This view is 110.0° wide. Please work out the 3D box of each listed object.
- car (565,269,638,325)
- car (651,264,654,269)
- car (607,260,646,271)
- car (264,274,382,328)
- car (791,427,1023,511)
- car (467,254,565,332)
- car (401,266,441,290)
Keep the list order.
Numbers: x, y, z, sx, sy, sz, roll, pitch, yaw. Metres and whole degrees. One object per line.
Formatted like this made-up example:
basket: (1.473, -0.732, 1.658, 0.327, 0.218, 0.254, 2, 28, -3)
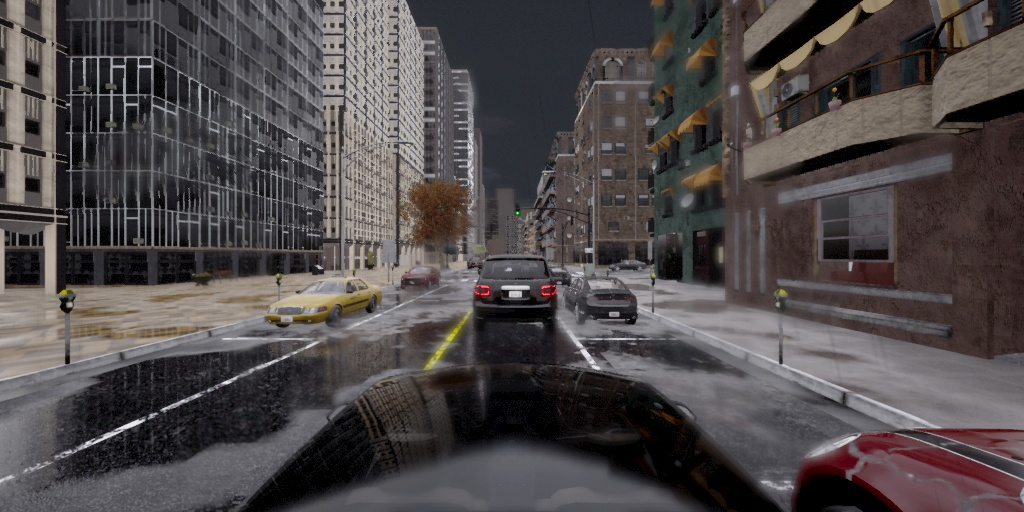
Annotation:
car: (2.696, 1.301, 11.625, 2.007, 1.370, 4.403, 0, 0, 0)
car: (18.863, 1.006, 42.149, 4.829, 1.417, 1.751, 0, 0, -1)
car: (13.466, 1.109, 42.098, 4.403, 1.370, 2.007, 0, 0, -1)
car: (-5.685, 1.276, 11.462, 1.751, 1.417, 4.829, 0, 0, 0)
car: (2.686, 1.190, 0.560, 1.967, 1.591, 4.097, 0, 0, 0)
car: (0.096, 0.973, 10.957, 2.150, 2.045, 5.566, 0, 0, 0)
car: (-5.676, 1.300, 22.698, 1.888, 1.381, 4.507, 0, 0, 0)
